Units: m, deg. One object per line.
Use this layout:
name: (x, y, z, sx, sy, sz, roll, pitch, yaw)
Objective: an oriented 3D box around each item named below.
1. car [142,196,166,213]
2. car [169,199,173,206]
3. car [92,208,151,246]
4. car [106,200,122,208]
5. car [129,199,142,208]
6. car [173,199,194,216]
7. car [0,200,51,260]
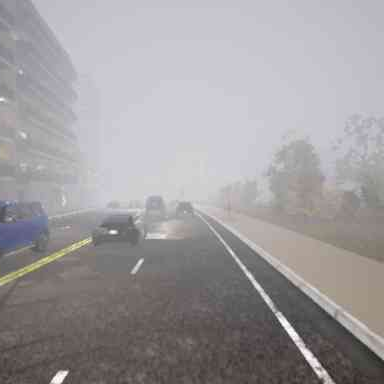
car: (-4.408, 1.460, 40.224, 2.150, 2.045, 5.566, 0, 0, -4)
car: (-3.086, 1.900, 60.815, 1.994, 1.385, 4.181, 0, 0, -7)
car: (-3.333, 1.666, 15.920, 1.994, 1.385, 4.181, 0, 0, -1)
car: (-12.008, 1.882, 51.623, 1.994, 1.385, 4.181, 0, 0, -5)
car: (-8.798, 1.803, 52.163, 2.128, 1.511, 4.902, 0, 0, -5)
car: (-0.825, 1.703, 34.956, 1.837, 1.490, 4.892, 0, -1, -3)
car: (-6.696, 1.305, 11.088, 2.150, 2.045, 5.566, 0, 0, -1)
